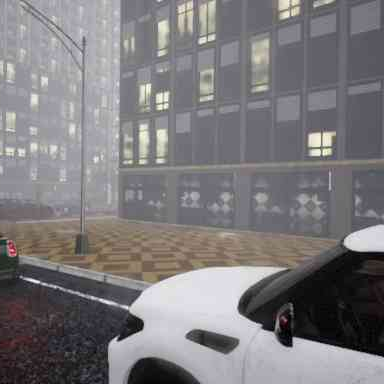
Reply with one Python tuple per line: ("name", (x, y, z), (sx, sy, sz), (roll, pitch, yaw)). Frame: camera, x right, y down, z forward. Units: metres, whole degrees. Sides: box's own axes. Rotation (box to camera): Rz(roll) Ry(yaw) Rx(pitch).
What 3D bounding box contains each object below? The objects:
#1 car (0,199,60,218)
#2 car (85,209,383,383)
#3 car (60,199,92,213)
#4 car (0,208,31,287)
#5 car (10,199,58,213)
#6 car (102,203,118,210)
("car", (-15.171, 1.514, 30.206), (2.192, 1.841, 5.009), (1, 0, 36))
("car", (1.863, 1.220, 2.353), (5.566, 2.045, 2.150), (0, 0, 36))
("car", (-14.607, 1.687, 40.729), (1.837, 1.490, 4.892), (1, 0, 36))
("car", (-6.211, 1.346, 8.089), (4.553, 1.767, 2.097), (0, 0, 35))
("car", (-18.682, 1.636, 39.576), (1.752, 1.417, 4.829), (1, 0, 36))
("car", (-8.386, 1.824, 39.427), (1.752, 1.417, 4.829), (1, 0, 36))
